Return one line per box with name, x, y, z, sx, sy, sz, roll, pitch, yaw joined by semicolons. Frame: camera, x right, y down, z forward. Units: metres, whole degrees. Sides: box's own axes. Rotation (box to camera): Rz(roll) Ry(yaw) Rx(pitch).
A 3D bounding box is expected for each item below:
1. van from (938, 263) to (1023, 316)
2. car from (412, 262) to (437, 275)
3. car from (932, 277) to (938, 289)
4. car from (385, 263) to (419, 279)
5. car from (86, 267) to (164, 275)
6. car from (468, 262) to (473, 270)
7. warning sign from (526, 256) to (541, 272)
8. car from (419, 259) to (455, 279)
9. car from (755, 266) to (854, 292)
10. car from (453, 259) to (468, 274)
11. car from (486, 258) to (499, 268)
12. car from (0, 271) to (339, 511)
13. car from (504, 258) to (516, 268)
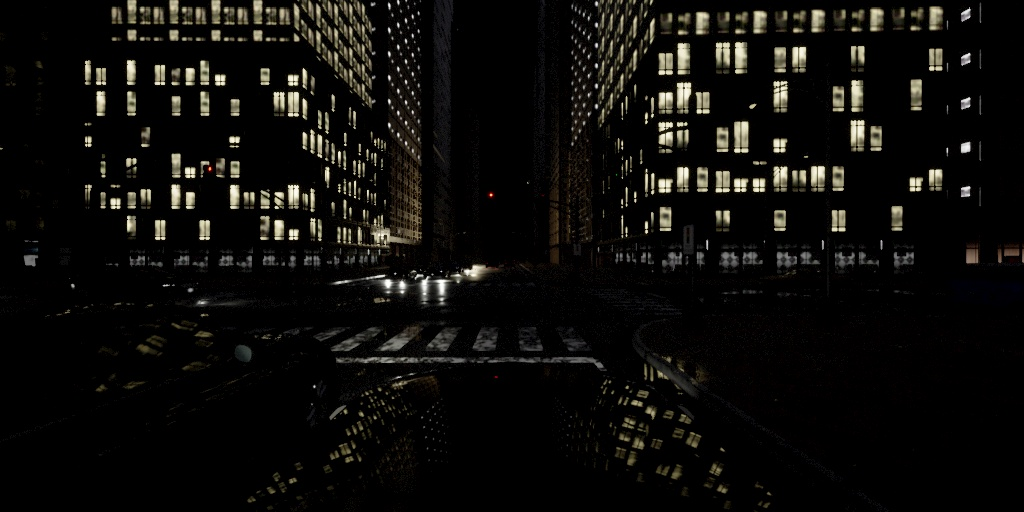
van;18.289;1.119;12.760;3.998;1.789;1.690;0;0;2
car;-10.097;1.360;41.690;1.994;1.385;4.181;0;0;0
car;26.803;1.357;20.502;4.207;1.307;1.802;0;0;2
car;-10.048;1.343;32.782;1.994;1.385;4.181;0;0;0
car;-16.731;1.250;16.079;4.902;1.511;2.128;0;0;4
car;-6.912;1.389;52.790;1.994;1.385;4.181;0;0;0
warning sign;2.601;0.910;40.818;1.300;1.860;1.060;0;0;0
car;-6.797;1.305;32.938;1.812;1.442;4.674;0;0;0
car;16.966;1.293;20.923;4.829;1.417;1.751;0;0;2
car;-6.861;1.277;42.811;1.882;1.535;5.008;0;0;0
car;-3.540;1.213;63.634;2.097;1.767;4.553;0;0;-1
car;-3.155;1.102;2.543;2.097;1.767;4.553;0;0;0
car;-0.396;1.426;63.814;1.994;1.385;4.181;0;0;0
